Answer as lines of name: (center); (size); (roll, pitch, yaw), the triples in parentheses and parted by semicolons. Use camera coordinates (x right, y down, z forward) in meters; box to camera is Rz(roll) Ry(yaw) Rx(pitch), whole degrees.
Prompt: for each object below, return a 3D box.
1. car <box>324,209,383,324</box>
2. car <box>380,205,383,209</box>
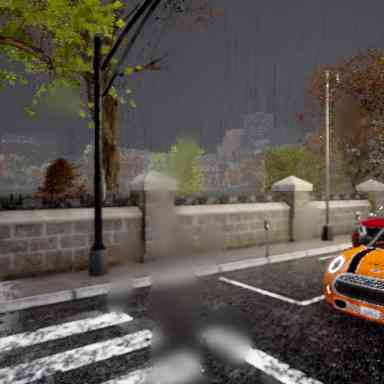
car: (4.677, 1.348, 6.672); (4.553, 1.767, 2.097); (0, 0, -36)
car: (7.977, 1.308, 12.259); (5.009, 1.841, 2.192); (0, 0, -36)
